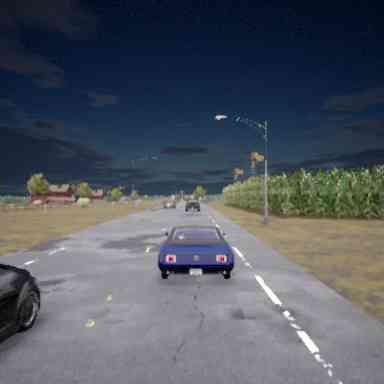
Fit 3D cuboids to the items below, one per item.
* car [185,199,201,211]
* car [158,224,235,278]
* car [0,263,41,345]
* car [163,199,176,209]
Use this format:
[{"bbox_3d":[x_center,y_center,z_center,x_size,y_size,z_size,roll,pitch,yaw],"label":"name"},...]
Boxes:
[{"bbox_3d":[0.114,1.779,45.120,1.837,1.490,4.892,0,0,0],"label":"car"},{"bbox_3d":[0.102,1.634,10.188,1.895,1.301,4.718,0,0,0],"label":"car"},{"bbox_3d":[-3.598,1.575,4.063,1.994,1.385,4.181,0,0,0],"label":"car"},{"bbox_3d":[-3.488,1.849,52.330,2.128,1.511,4.902,0,-1,0],"label":"car"}]
